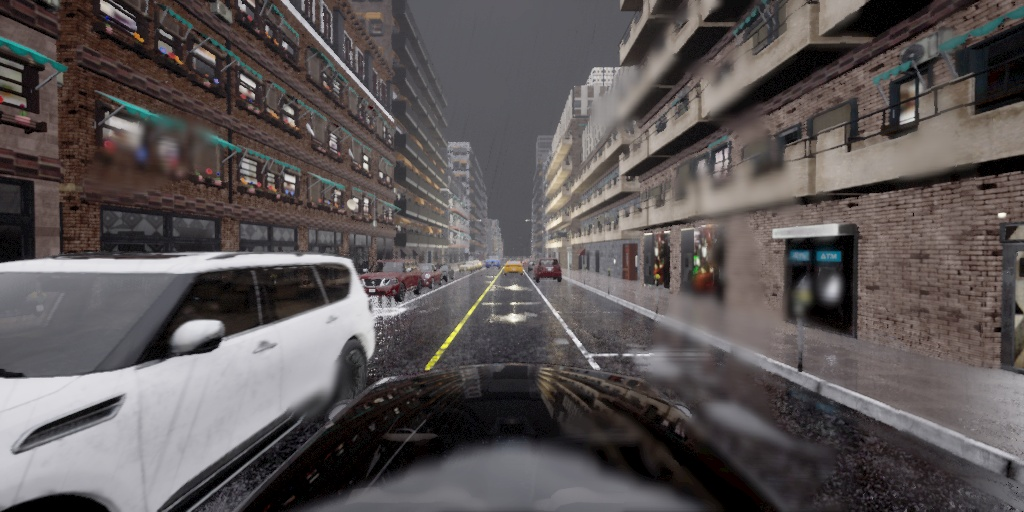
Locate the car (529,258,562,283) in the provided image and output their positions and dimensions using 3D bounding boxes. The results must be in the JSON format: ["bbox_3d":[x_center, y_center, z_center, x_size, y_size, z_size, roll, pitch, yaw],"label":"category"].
[{"bbox_3d":[2.741,1.070,28.320,2.192,1.841,5.009,0,0,0],"label":"car"}]

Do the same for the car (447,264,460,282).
[{"bbox_3d":[-5.639,1.321,28.369,1.948,1.339,4.313,0,0,0],"label":"car"}]

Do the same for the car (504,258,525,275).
[{"bbox_3d":[0.171,1.237,39.222,1.882,1.535,5.008,0,0,0],"label":"car"}]

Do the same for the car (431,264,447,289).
[{"bbox_3d":[-5.651,1.194,22.705,1.967,1.591,4.097,0,0,0],"label":"car"}]

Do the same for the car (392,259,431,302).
[{"bbox_3d":[-5.662,1.067,17.042,2.192,1.841,5.009,0,0,0],"label":"car"}]

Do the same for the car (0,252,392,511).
[{"bbox_3d":[-3.099,0.971,3.107,2.150,2.045,5.566,0,0,0],"label":"car"}]

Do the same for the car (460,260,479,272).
[{"bbox_3d":[-5.606,1.287,45.192,1.751,1.417,4.829,0,0,0],"label":"car"}]

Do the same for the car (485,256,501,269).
[{"bbox_3d":[-2.946,0.990,56.588,2.150,2.045,5.566,0,0,0],"label":"car"}]

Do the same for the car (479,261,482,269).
[{"bbox_3d":[-5.594,1.289,50.856,1.751,1.417,4.829,0,0,0],"label":"car"}]

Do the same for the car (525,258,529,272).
[{"bbox_3d":[2.775,1.328,45.312,1.948,1.339,4.313,0,0,0],"label":"car"}]
